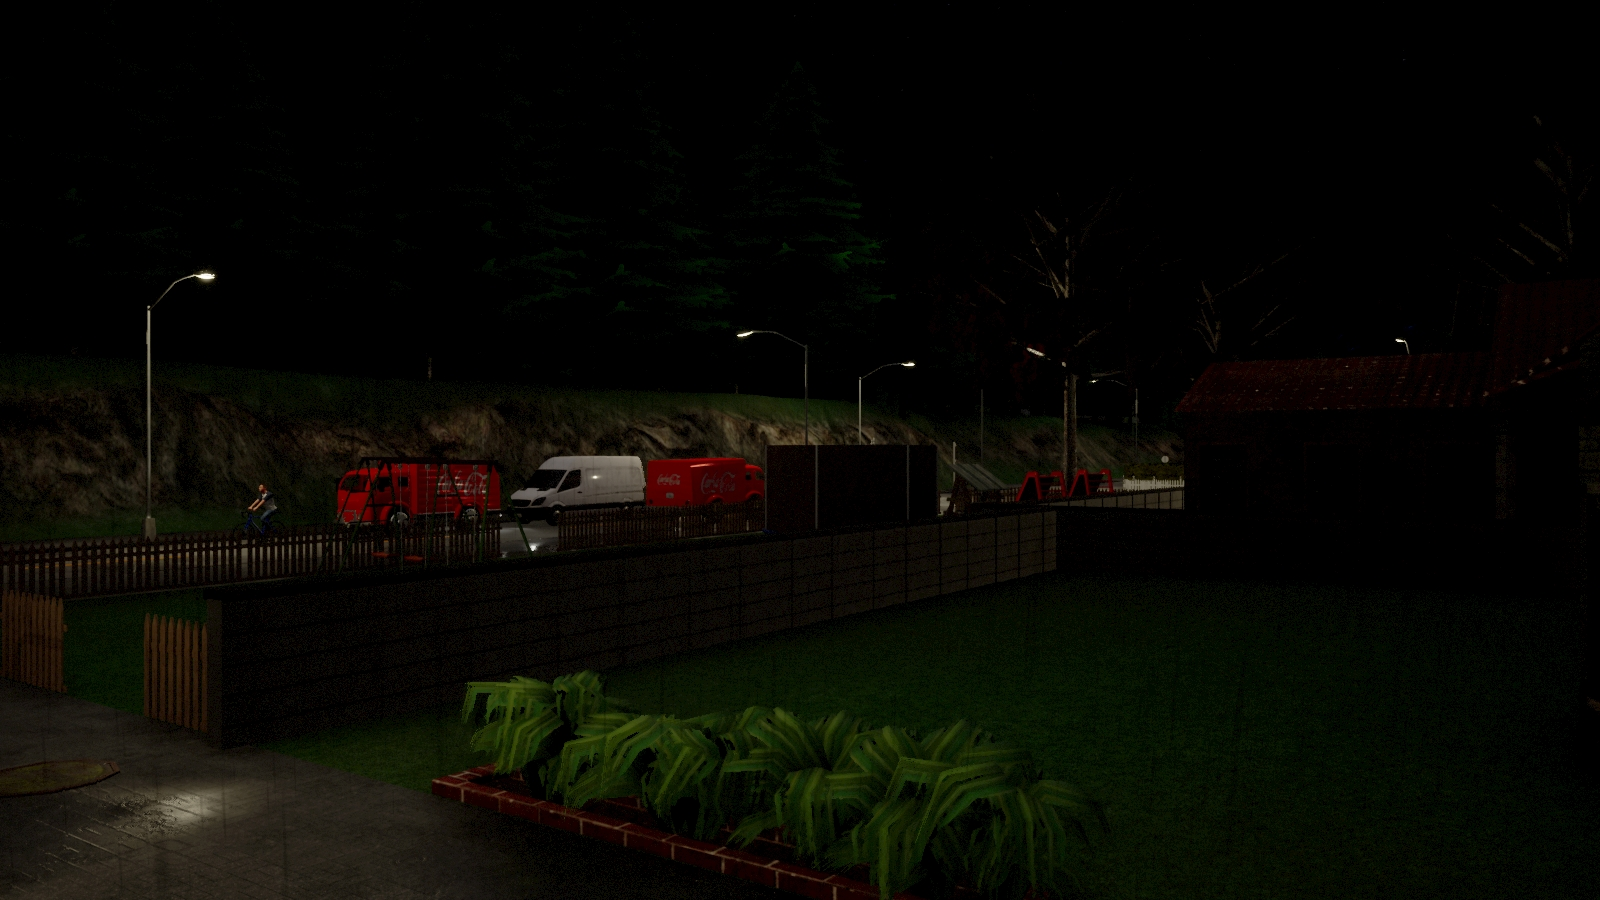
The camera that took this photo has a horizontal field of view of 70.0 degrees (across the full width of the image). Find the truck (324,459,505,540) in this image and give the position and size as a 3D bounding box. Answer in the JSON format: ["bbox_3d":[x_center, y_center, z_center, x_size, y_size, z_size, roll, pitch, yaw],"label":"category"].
[{"bbox_3d":[-12.825,1.556,38.322,2.627,2.467,5.204,0,0,35],"label":"truck"}]

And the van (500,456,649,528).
[{"bbox_3d":[-8.627,1.522,44.299,1.988,2.561,5.915,0,0,35],"label":"van"}]

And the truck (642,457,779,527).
[{"bbox_3d":[-3.417,1.566,44.796,2.627,2.467,5.204,0,1,35],"label":"truck"}]

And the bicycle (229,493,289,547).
[{"bbox_3d":[-15.989,2.043,33.811,0.373,1.496,1.643,0,0,35],"label":"bicycle"}]
